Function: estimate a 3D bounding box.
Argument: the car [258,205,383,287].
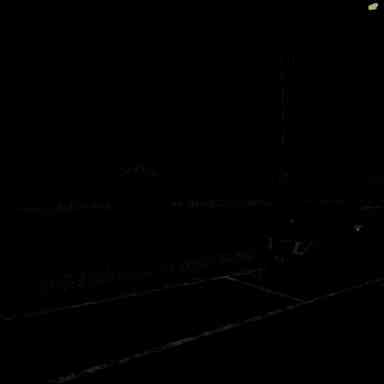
[{"bbox_3d":[4.163,1.313,9.503,5.009,1.841,2.192,0,0,-35],"label":"car"}]
